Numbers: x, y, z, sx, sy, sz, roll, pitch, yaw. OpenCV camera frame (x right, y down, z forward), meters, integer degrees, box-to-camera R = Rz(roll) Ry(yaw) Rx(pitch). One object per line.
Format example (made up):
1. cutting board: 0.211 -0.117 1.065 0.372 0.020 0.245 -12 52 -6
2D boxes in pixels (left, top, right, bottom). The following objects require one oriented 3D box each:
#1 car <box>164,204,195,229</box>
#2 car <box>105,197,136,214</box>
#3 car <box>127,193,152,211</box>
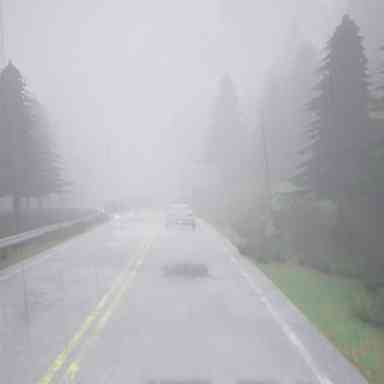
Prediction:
1. car: -0.815 1.506 21.559 1.812 1.442 4.674 0 0 -4
2. car: -8.351 1.627 37.265 1.837 1.490 4.892 -1 -1 -32
3. car: -7.018 1.224 41.377 2.150 2.045 5.566 -3 1 -36
